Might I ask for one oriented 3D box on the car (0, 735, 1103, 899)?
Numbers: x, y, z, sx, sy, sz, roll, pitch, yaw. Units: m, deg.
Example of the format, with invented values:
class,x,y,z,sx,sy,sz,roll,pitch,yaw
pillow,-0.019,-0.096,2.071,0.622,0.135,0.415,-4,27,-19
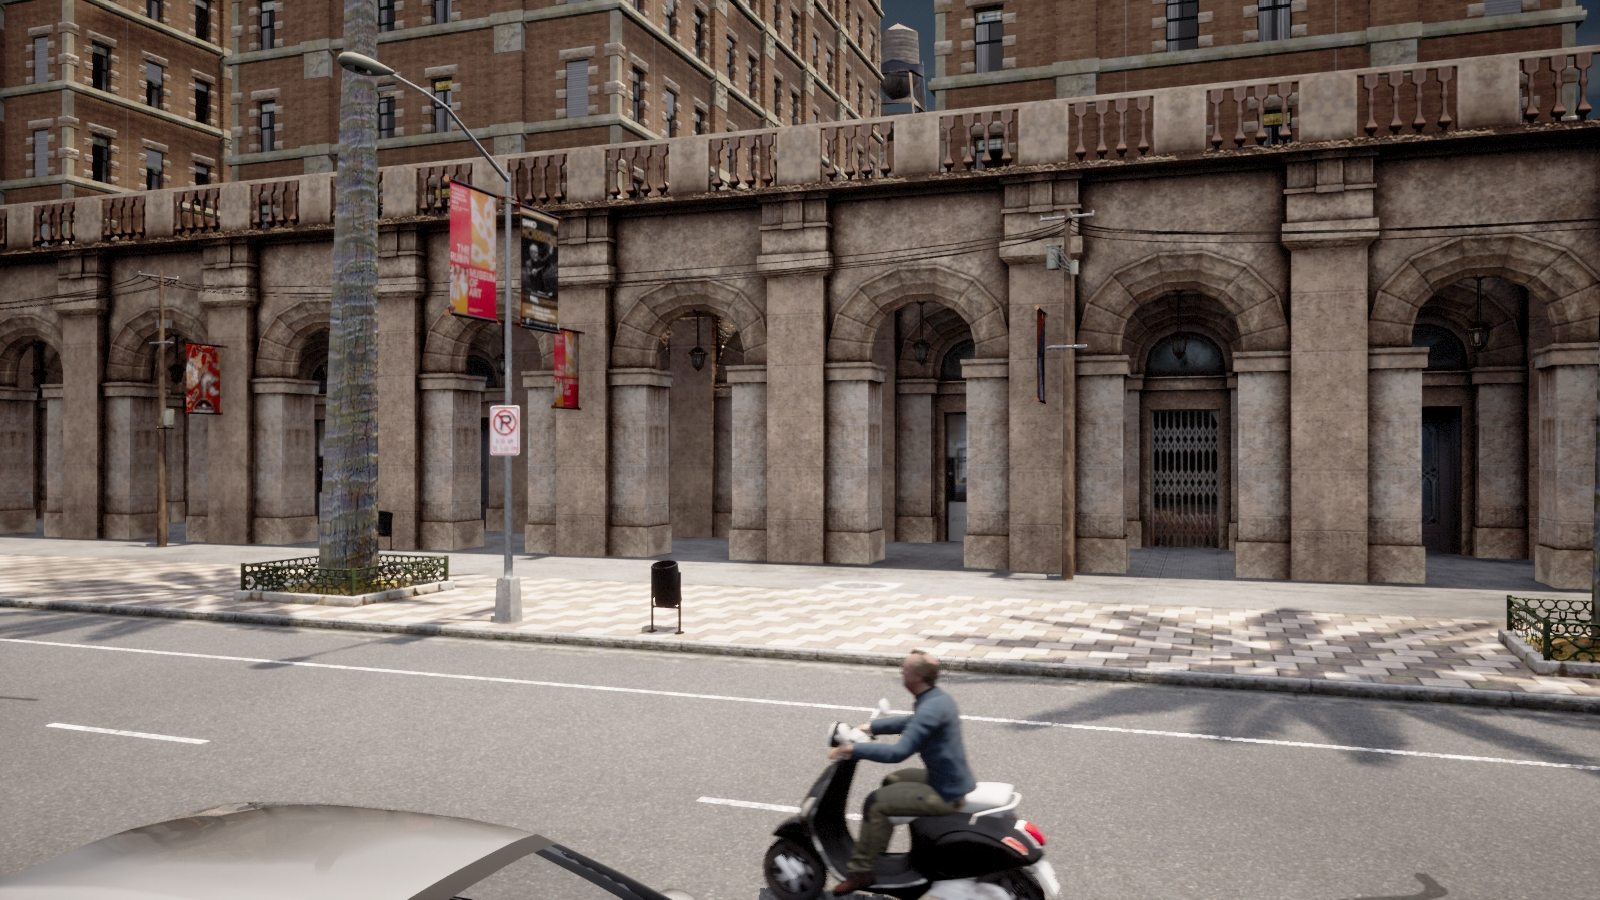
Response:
class,x,y,z,sx,sy,sz,roll,pitch,yaw
car,-1.248,2.067,3.754,4.193,1.474,1.816,0,0,20
